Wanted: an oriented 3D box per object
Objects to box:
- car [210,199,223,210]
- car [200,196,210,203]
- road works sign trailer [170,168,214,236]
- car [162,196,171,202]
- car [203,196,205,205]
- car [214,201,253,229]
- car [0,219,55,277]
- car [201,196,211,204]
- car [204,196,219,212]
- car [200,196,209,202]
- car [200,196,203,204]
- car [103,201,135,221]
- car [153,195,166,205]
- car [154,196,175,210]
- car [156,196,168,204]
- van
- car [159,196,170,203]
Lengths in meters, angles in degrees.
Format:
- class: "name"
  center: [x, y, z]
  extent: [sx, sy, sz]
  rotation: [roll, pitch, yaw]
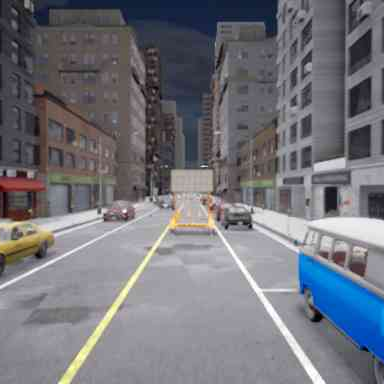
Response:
- class: "car"
  center: [2.743, 1.536, 26.688]
  extent: [1.887, 1.381, 4.507]
  rotation: [-1, 0, 0]
- class: "car"
  center: [2.730, 1.551, 70.729]
  extent: [1.887, 1.381, 4.507]
  rotation: [-1, 0, 0]
- class: "road works sign trailer"
  center: [0.006, 0.456, 18.319]
  extent: [2.380, 3.560, 2.880]
  rotation: [0, 0, 0]
- class: "car"
  center: [-5.797, 1.555, 76.232]
  extent: [1.887, 1.381, 4.507]
  rotation: [-1, 0, 0]
- class: "car"
  center: [2.738, 1.538, 43.203]
  extent: [1.887, 1.381, 4.507]
  rotation: [-1, 0, 0]
- class: "car"
  center: [2.745, 1.542, 21.182]
  extent: [2.008, 1.369, 4.403]
  rotation: [-1, 0, 0]
- class: "car"
  center: [-5.776, 1.519, 10.000]
  extent: [1.752, 1.417, 4.829]
  rotation: [-1, 0, 0]
- class: "car"
  center: [2.731, 1.548, 65.223]
  extent: [1.887, 1.381, 4.507]
  rotation: [-1, 0, 0]
- class: "car"
  center: [2.738, 1.432, 37.698]
  extent: [1.967, 1.590, 4.097]
  rotation: [-1, 0, 0]
- class: "car"
  center: [2.728, 1.555, 76.234]
  extent: [1.887, 1.381, 4.507]
  rotation: [-1, 0, 0]
- class: "car"
  center: [2.733, 1.566, 59.719]
  extent: [1.947, 1.339, 4.313]
  rotation: [-1, 0, 0]
- class: "car"
  center: [-5.783, 1.431, 26.685]
  extent: [1.967, 1.590, 4.097]
  rotation: [-1, 0, 0]
- class: "car"
  center: [-5.793, 1.440, 59.716]
  extent: [1.967, 1.590, 4.097]
  rotation: [-1, 0, 0]
- class: "car"
  center: [-3.099, 1.486, 41.954]
  extent: [2.128, 1.511, 4.902]
  rotation: [0, 0, 0]
- class: "car"
  center: [-5.794, 1.569, 65.221]
  extent: [1.947, 1.339, 4.313]
  rotation: [-1, 0, 0]
- class: "van"
  center: [2.748, 1.338, 4.667]
  extent: [1.690, 1.788, 3.998]
  rotation: [-1, 0, 0]
- class: "car"
  center: [-5.795, 1.558, 70.726]
  extent: [2.008, 1.369, 4.403]
  rotation: [-1, 0, 0]
